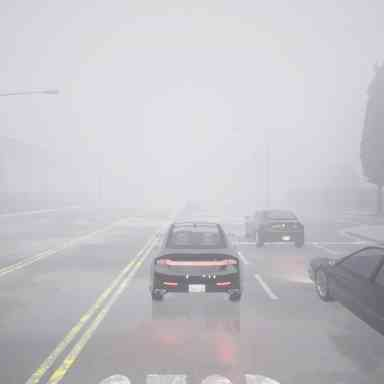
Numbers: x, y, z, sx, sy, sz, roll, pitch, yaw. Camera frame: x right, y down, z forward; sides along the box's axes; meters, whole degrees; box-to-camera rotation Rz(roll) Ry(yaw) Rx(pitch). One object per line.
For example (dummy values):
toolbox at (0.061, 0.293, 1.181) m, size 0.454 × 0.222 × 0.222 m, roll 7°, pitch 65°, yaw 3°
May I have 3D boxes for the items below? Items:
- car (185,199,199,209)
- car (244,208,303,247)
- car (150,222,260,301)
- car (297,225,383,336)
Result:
car at (0.010, 1.601, 44.132) m, size 1.895 × 1.301 × 4.718 m, roll 0°, pitch 0°, yaw 0°
car at (3.568, 1.505, 15.014) m, size 1.837 × 1.490 × 4.892 m, roll 0°, pitch 0°, yaw 0°
car at (0.083, 1.492, 8.313) m, size 2.128 × 1.511 × 4.902 m, roll 0°, pitch 0°, yaw 0°
car at (3.589, 1.547, 5.267) m, size 2.033 × 1.411 × 5.357 m, roll 0°, pitch 0°, yaw 0°
